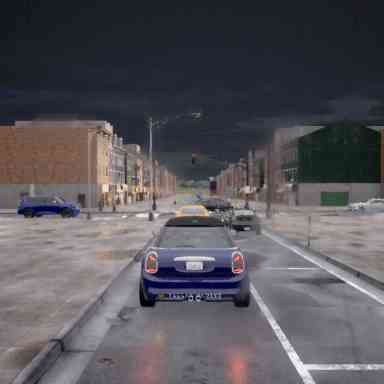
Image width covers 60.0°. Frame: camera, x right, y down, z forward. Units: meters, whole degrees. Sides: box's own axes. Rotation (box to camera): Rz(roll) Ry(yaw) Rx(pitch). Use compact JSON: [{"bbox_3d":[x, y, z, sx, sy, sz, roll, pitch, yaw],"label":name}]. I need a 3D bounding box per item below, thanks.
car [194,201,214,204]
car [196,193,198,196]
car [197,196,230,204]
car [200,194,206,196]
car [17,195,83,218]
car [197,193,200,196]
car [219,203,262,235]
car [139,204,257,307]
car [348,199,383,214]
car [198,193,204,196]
[{"bbox_3d":[0.067,1.473,17.997,1.882,1.535,5.008,0,0,1],"label":"car"},{"bbox_3d":[2.880,1.571,94.993,2.008,1.369,4.403,-1,0,0],"label":"car"},{"bbox_3d":[1.996,1.500,35.946,4.892,1.490,1.837,0,3,32],"label":"car"},{"bbox_3d":[2.790,1.589,61.798,1.802,1.307,4.206,-1,0,0],"label":"car"},{"bbox_3d":[-12.856,1.335,30.275,5.566,2.045,2.150,0,1,0],"label":"car"},{"bbox_3d":[2.832,1.453,78.396,1.967,1.590,4.097,-1,0,0],"label":"car"},{"bbox_3d":[2.672,1.546,18.288,2.008,1.369,4.403,-1,0,0],"label":"car"},{"bbox_3d":[0.069,1.349,8.122,2.097,1.767,4.553,0,0,1],"label":"car"},{"bbox_3d":[18.046,1.386,33.140,4.674,1.442,1.812,0,1,0],"label":"car"},{"bbox_3d":[2.820,1.556,72.863,1.887,1.381,4.507,-1,0,0],"label":"car"}]
